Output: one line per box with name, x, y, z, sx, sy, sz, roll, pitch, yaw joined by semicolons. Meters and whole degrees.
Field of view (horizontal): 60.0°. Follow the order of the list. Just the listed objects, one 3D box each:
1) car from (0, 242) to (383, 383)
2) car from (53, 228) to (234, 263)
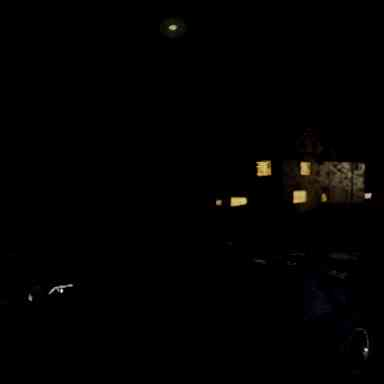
car;0.412;1.557;3.979;5.357;1.411;2.033;0;0;-36
car;-0.860;1.539;7.047;4.674;1.442;1.812;0;0;-36
